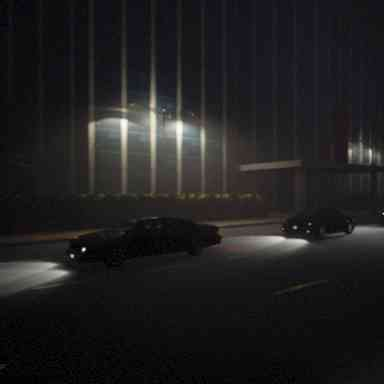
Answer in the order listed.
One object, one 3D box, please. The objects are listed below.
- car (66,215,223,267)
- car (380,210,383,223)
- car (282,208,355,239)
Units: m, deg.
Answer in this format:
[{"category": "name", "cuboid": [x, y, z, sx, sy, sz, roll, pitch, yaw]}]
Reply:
[{"category": "car", "cuboid": [-1.429, 1.536, 11.552, 5.357, 1.411, 2.033, 0, 0, -35]}, {"category": "car", "cuboid": [15.063, 1.439, 23.286, 4.902, 1.511, 2.128, 0, 0, -35]}, {"category": "car", "cuboid": [6.611, 1.532, 17.286, 4.181, 1.385, 1.994, 0, 0, -36]}]
